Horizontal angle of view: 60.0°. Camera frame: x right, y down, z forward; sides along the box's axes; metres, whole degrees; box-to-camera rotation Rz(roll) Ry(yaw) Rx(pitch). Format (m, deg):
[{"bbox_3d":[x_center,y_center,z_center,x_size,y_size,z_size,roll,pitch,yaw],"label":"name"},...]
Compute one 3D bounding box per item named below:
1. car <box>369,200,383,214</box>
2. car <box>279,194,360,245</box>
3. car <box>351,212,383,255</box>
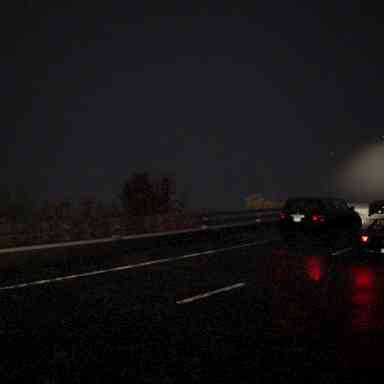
[{"bbox_3d":[17.725,1.487,31.145,1.837,1.490,4.892,0,0,32],"label":"car"},{"bbox_3d":[6.184,1.216,15.770,2.150,2.045,5.566,0,0,43],"label":"car"},{"bbox_3d":[7.716,1.593,12.230,1.895,1.301,4.718,0,0,43],"label":"car"}]
